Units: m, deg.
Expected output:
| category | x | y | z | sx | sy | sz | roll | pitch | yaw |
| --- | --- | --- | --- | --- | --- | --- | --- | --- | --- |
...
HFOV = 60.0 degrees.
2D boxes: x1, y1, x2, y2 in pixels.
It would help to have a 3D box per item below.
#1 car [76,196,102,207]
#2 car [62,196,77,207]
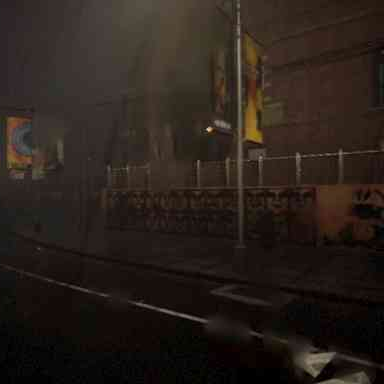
| category | x | y | z | sx | sy | sz | roll | pitch | yaw |
| --- | --- | --- | --- | --- | --- | --- | --- | --- | --- |
| car | -18.935 | 2.005 | 63.313 | 1.837 | 1.490 | 4.892 | -1 | 0 | 35 |
| car | -22.305 | 1.744 | 64.591 | 2.150 | 2.045 | 5.566 | -1 | 0 | 35 |
